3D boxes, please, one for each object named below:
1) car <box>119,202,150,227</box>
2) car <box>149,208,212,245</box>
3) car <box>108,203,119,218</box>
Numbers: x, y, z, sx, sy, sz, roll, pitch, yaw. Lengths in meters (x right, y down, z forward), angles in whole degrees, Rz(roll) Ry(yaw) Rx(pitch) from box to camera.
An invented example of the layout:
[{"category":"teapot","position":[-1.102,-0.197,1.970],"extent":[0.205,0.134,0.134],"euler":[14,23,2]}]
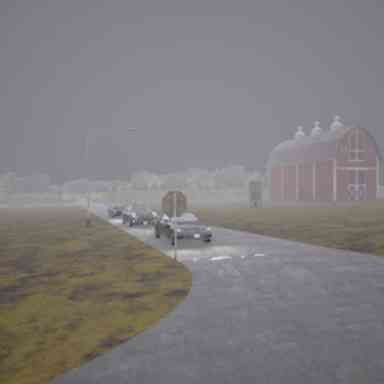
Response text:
[{"category":"car","position":[-4.127,1.691,26.036],"extent":[2.097,1.767,4.553],"euler":[0,-1,-20]},{"category":"car","position":[-0.595,1.675,16.565],"extent":[1.812,1.442,4.674],"euler":[0,-1,-20]},{"category":"car","position":[-8.023,2.149,36.533],"extent":[1.895,1.301,4.718],"euler":[0,-1,-21]}]
